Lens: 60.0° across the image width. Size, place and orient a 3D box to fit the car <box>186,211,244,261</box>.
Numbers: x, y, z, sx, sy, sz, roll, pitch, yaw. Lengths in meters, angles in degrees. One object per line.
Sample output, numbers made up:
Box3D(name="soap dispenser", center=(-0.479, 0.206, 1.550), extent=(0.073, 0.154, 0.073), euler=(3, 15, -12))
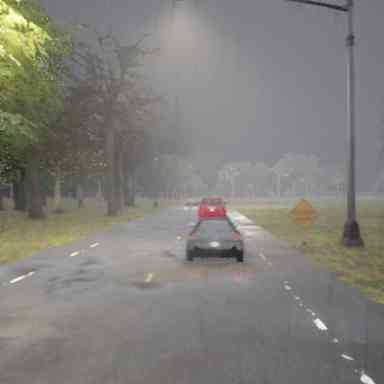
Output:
Box3D(name="car", center=(0.857, 1.637, 12.579), extent=(1.994, 1.385, 4.181), euler=(0, 0, 4))

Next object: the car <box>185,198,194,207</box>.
Box3D(name="car", center=(-0.189, 1.841, 59.060), extent=(1.882, 1.535, 5.008), euler=(0, 0, 4))

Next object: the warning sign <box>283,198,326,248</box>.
Box3D(name="warning sign", center=(4.372, 1.171, 13.026), extent=(1.300, 1.860, 1.060), euler=(-1, -1, 3))

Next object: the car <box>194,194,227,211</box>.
Box3D(name="car", center=(1.605, 1.377, 26.449), extent=(2.150, 2.045, 5.566), euler=(0, 0, 4))
